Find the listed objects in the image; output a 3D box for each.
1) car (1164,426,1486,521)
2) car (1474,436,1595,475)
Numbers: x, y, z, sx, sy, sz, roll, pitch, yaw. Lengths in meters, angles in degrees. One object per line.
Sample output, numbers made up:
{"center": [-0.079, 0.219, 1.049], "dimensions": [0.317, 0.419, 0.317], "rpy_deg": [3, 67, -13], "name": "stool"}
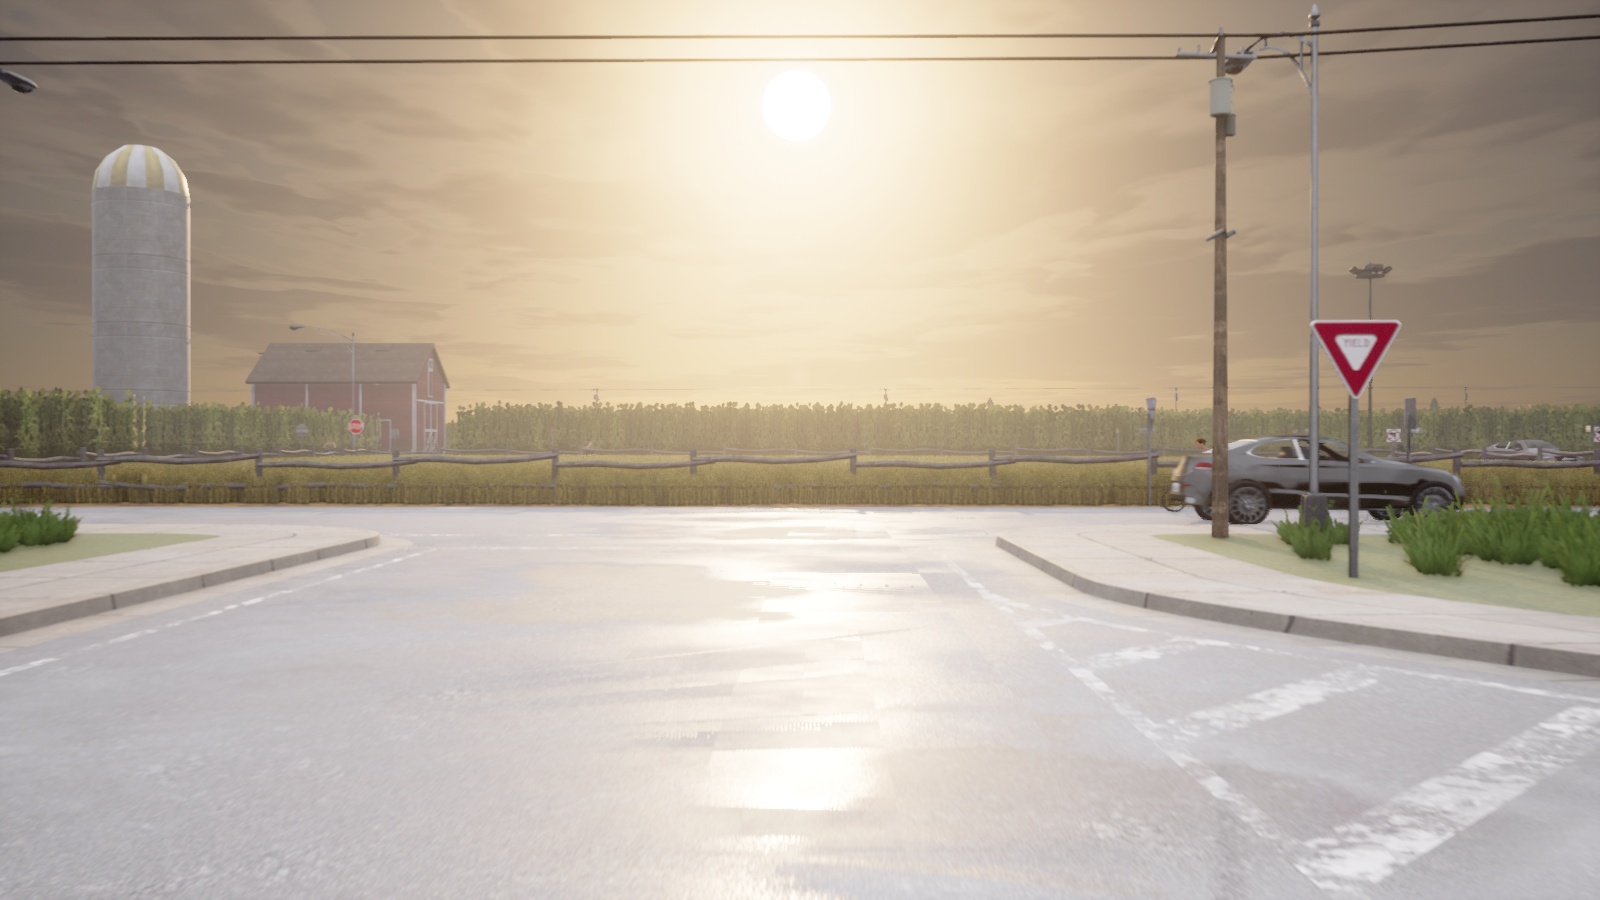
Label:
{"center": [9.513, 0.403, 23.103], "dimensions": [5.027, 1.651, 2.152], "rpy_deg": [0, 0, 1], "name": "car"}
{"center": [32.573, 0.236, 55.895], "dimensions": [2.152, 1.651, 5.027], "rpy_deg": [0, 0, -5], "name": "car"}
